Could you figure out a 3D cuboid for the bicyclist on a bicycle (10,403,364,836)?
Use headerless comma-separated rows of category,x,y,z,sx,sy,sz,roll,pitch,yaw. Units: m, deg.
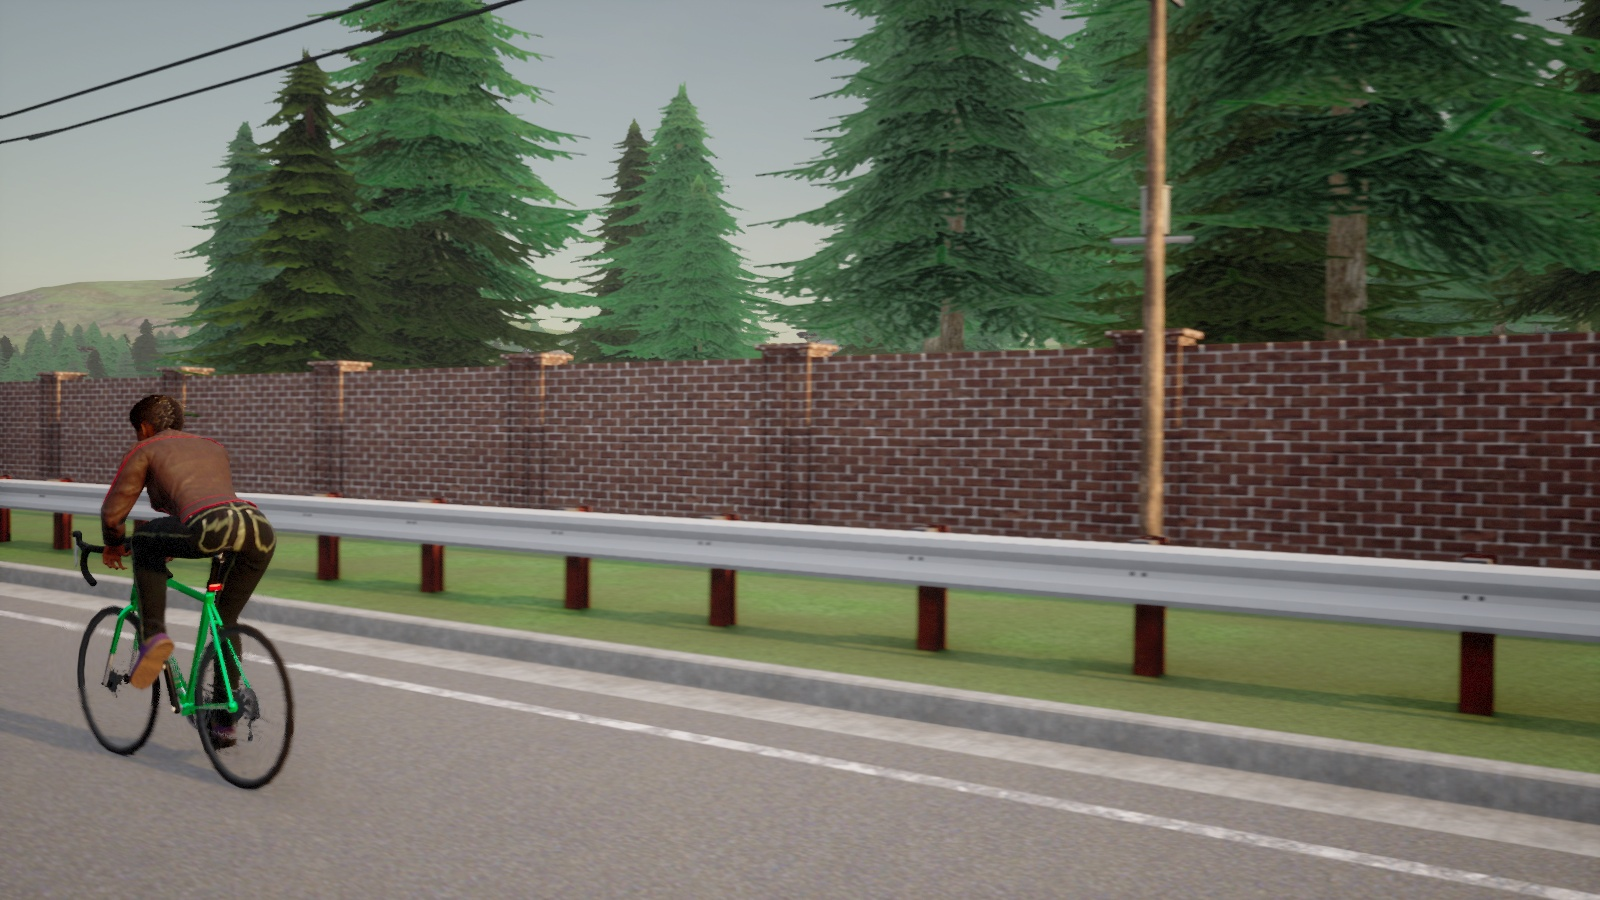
bicyclist on a bicycle,-2.659,0.635,5.389,1.656,1.620,0.582,0,1,34
